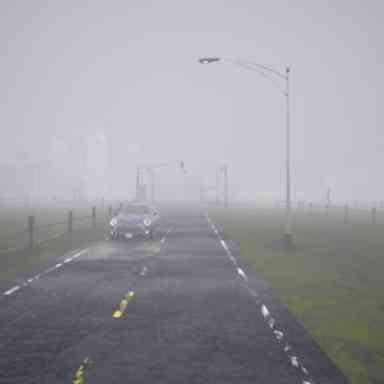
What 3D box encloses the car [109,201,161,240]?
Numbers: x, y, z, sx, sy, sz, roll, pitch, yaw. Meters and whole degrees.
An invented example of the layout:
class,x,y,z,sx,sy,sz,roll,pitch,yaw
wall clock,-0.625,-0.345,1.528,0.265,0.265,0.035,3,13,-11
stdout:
class,x,y,z,sx,sy,sz,roll,pitch,yaw
car,-2.837,1.385,17.275,2.097,1.767,4.553,0,0,0
